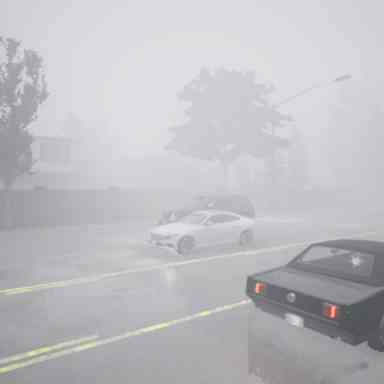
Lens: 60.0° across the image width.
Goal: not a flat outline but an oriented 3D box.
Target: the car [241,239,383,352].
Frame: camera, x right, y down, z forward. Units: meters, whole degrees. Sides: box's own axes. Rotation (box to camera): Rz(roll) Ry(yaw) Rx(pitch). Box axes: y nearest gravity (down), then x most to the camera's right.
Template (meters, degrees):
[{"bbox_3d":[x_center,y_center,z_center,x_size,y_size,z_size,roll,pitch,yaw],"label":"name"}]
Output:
[{"bbox_3d":[3.290,1.546,6.091,4.718,1.301,1.895,-1,0,-36],"label":"car"}]

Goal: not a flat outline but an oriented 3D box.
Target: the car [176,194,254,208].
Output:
[{"bbox_3d":[0.951,1.124,17.565,5.566,2.045,2.150,-1,0,-35],"label":"car"}]

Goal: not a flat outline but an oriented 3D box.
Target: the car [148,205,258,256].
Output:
[{"bbox_3d":[0.567,1.455,12.993,4.674,1.442,1.812,-1,0,-35],"label":"car"}]
